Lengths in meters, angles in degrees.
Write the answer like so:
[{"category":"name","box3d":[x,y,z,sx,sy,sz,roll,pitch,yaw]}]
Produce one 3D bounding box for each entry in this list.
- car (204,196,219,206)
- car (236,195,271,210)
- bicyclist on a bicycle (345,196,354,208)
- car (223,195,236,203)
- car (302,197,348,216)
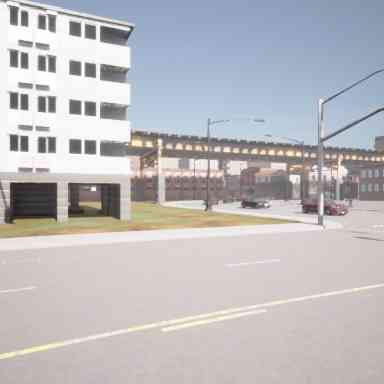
[{"category":"car","box3d":[3.283,1.477,56.492,1.882,1.535,5.008,0,0,-8]},{"category":"car","box3d":[8.276,1.490,43.555,2.128,1.511,4.902,0,0,-25]},{"category":"bicyclist on a bicycle","box3d":[20.487,1.303,43.306,1.656,1.620,0.582,0,0,-25]},{"category":"car","box3d":[7.284,1.491,66.460,2.128,1.511,4.902,0,0,12]},{"category":"car","box3d":[13.153,1.352,33.082,2.097,1.767,4.553,0,0,-25]}]
